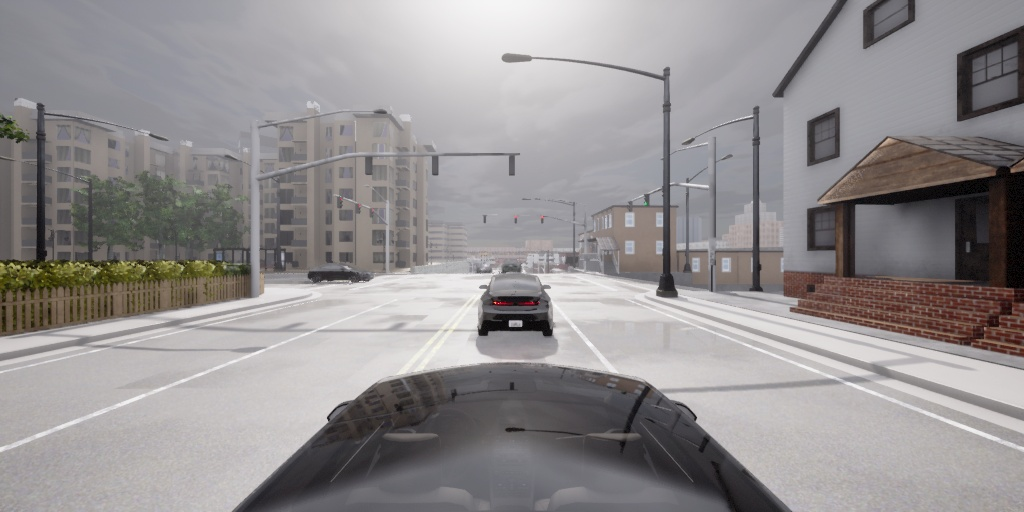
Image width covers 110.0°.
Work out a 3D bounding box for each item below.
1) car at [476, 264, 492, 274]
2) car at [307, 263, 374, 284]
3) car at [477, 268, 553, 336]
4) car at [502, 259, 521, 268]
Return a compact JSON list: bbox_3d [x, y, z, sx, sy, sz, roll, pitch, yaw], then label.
[{"bbox_3d":[-3.624,1.755,47.184,2.128,1.511,4.902,0,-5,0],"label":"car"},{"bbox_3d":[-12.819,1.276,26.886,4.674,1.442,1.812,0,0,3],"label":"car"},{"bbox_3d":[0.090,1.255,10.371,1.837,1.490,4.892,0,0,0],"label":"car"},{"bbox_3d":[-0.019,1.163,41.147,2.097,1.767,4.553,0,-3,3],"label":"car"}]
